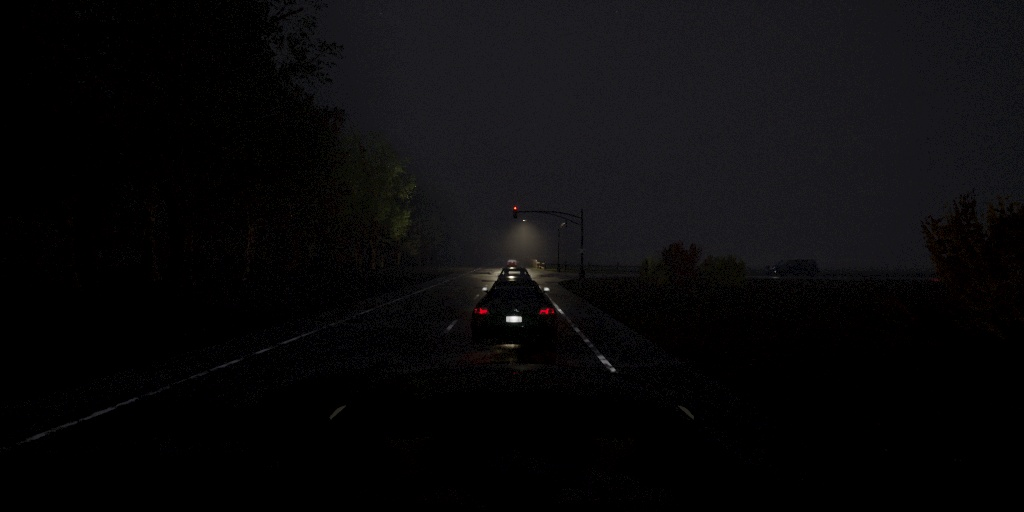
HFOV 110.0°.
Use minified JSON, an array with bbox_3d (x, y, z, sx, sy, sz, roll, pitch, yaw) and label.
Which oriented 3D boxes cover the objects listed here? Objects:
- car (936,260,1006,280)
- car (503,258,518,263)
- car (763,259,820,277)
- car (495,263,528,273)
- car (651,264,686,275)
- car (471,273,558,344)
[{"bbox_3d":[48.591,1.498,38.024,5.566,2.045,2.150,1,-1,0],"label":"car"},{"bbox_3d":[0.053,1.302,60.185,2.033,1.411,5.357,0,0,2],"label":"car"},{"bbox_3d":[32.442,1.383,41.714,5.566,2.045,2.150,1,-1,0],"label":"car"},{"bbox_3d":[0.120,1.301,18.844,2.033,1.411,5.357,0,0,0],"label":"car"},{"bbox_3d":[18.047,1.495,41.812,4.902,1.511,2.128,1,-1,1],"label":"car"},{"bbox_3d":[0.092,1.316,9.640,1.994,1.385,4.181,0,0,1],"label":"car"}]
